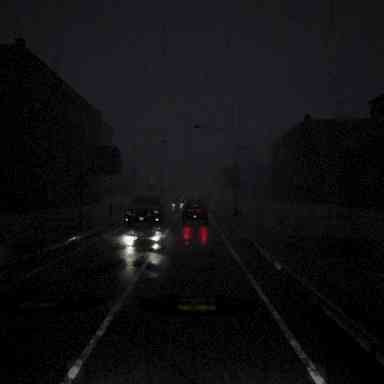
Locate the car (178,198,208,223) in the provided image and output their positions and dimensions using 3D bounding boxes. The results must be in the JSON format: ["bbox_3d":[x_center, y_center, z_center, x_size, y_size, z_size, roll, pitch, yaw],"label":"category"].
[{"bbox_3d":[0.220,1.477,25.343,2.128,1.511,4.902,0,0,0],"label":"car"}]

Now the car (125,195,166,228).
[{"bbox_3d":[-2.992,1.212,22.509,2.150,2.045,5.566,0,0,0],"label":"car"}]

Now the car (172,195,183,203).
[{"bbox_3d":[-2.714,1.330,63.695,1.837,1.490,4.892,0,1,1],"label":"car"}]
